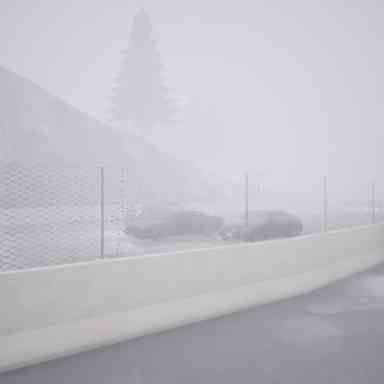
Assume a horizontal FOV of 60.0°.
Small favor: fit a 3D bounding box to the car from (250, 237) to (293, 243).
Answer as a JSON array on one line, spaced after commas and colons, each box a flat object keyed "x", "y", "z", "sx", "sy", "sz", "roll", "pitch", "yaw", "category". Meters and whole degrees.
[{"x": 3.385, "y": 1.549, "z": 15.580, "sx": 4.674, "sy": 1.442, "sz": 1.812, "roll": 0, "pitch": 0, "yaw": -40, "category": "car"}]
